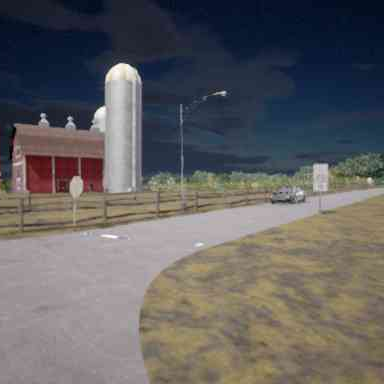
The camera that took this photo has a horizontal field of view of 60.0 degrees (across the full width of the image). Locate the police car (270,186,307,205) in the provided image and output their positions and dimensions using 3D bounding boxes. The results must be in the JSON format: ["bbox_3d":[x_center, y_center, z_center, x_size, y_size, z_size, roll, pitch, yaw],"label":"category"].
[{"bbox_3d":[8.480,0.277,29.289,2.038,1.542,4.974,0,2,36],"label":"police car"}]
